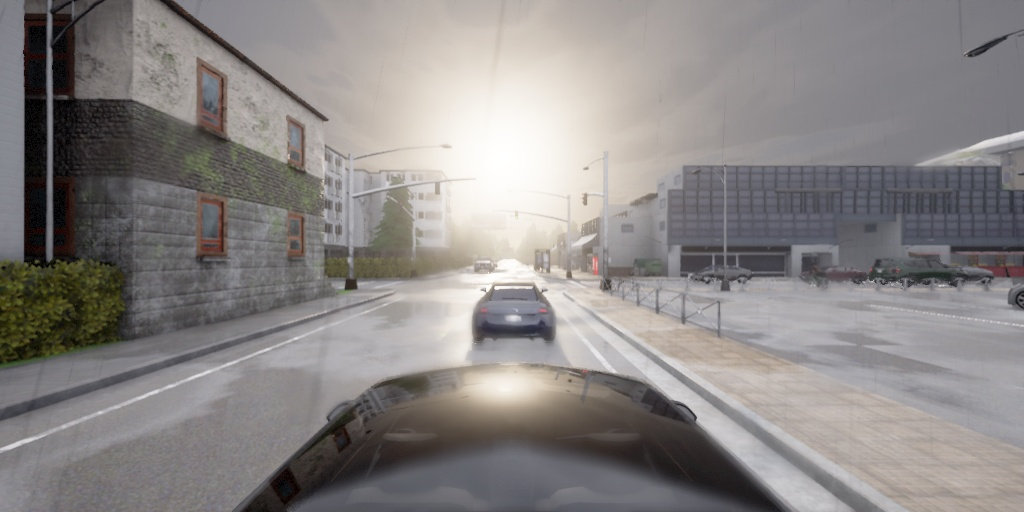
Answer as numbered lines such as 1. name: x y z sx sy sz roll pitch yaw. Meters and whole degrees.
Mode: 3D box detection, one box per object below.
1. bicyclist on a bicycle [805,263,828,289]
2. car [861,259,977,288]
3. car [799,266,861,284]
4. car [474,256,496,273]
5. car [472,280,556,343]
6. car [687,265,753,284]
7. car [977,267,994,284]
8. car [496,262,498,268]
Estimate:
1. bicyclist on a bicycle: 18.690 1.274 22.019 0.582 1.620 1.656 0 0 0
2. car: 29.169 1.203 25.841 5.566 2.045 2.150 0 0 0
3. car: 26.400 1.516 29.524 4.674 1.442 1.812 0 0 0
4. car: -3.651 1.077 47.016 2.150 2.045 5.566 0 0 0
5. car: 0.055 1.333 9.792 1.994 1.385 4.181 0 0 0
6. car: 17.035 1.482 29.496 4.902 1.511 2.128 0 0 0
7. car: 36.710 1.516 29.546 4.674 1.442 1.812 0 0 0
8. car: -3.652 1.478 56.908 1.895 1.301 4.718 0 0 0
